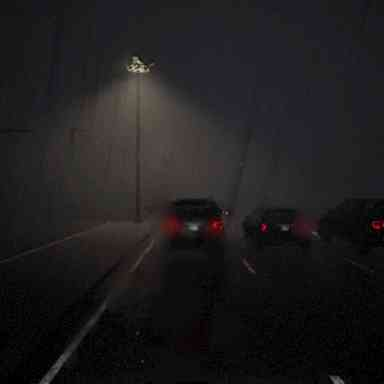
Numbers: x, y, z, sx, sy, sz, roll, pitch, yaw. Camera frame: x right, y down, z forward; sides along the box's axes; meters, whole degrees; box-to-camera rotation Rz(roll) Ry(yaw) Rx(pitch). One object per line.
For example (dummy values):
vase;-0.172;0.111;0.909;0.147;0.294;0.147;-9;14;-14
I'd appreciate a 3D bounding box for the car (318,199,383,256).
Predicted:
car;7.056;1.283;13.502;2.150;2.045;5.566;0;-1;0

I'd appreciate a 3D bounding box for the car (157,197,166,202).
car;-8.088;2.016;89.167;1.895;1.301;4.718;0;0;0

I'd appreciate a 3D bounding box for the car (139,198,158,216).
car;-3.016;1.634;32.739;1.882;1.535;5.008;2;-1;-39

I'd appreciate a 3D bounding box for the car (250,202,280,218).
car;7.048;1.719;32.563;1.994;1.385;4.181;0;0;0

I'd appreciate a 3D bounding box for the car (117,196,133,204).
car;-15.089;1.705;73.190;2.097;1.767;4.553;0;0;0

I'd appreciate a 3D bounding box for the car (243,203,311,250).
car;3.560;1.424;14.810;2.097;1.767;4.553;0;0;0

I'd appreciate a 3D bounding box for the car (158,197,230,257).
car;0.059;1.283;13.413;2.150;2.045;5.566;0;-1;0

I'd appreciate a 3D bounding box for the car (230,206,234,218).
car;2.312;1.657;32.028;1.837;1.490;4.892;2;-1;-20

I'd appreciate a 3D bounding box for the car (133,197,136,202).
car;-15.085;1.970;89.506;1.994;1.385;4.181;0;0;0
